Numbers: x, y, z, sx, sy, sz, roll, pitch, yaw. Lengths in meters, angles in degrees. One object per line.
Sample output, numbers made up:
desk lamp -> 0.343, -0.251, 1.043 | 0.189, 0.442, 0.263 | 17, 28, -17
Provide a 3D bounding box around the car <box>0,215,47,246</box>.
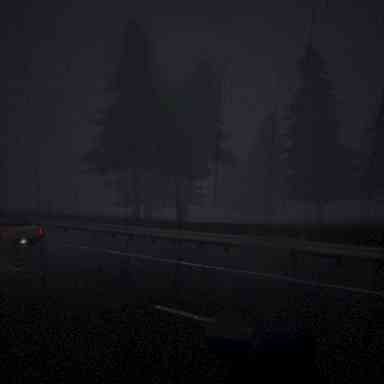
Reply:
car -> -8.294, 1.617, 14.085 | 4.718, 1.301, 1.895 | 0, 0, 36
